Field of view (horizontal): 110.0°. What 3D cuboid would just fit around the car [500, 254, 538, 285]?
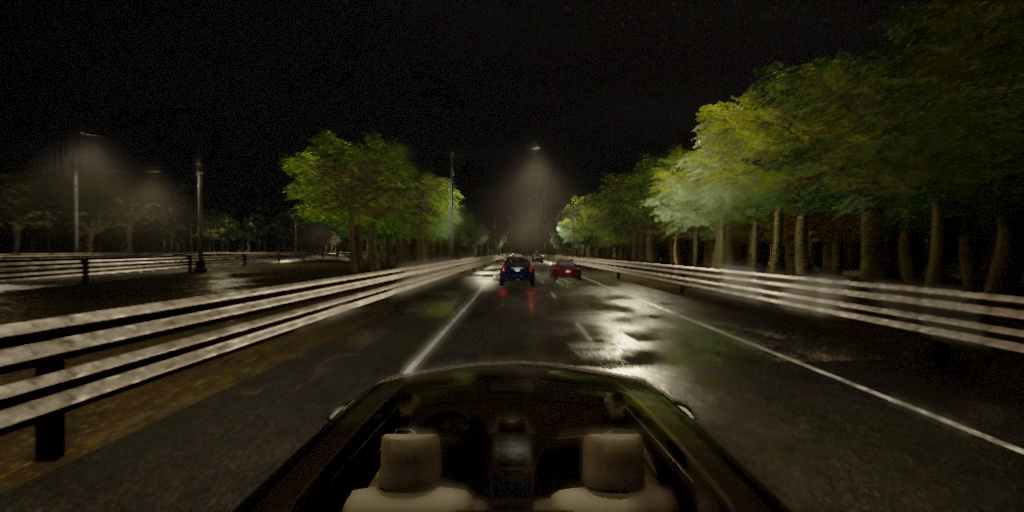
[{"bbox_3d":[0.343,0.808,22.825,2.097,1.767,4.553,0,1,1],"label":"car"}]

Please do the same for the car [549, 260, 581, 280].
[{"bbox_3d":[3.901,0.994,26.674,1.994,1.385,4.181,0,1,1],"label":"car"}]

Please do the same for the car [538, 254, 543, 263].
[{"bbox_3d":[4.425,0.452,64.105,1.837,1.490,4.892,0,1,1],"label":"car"}]
